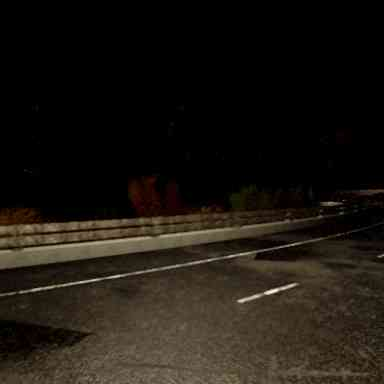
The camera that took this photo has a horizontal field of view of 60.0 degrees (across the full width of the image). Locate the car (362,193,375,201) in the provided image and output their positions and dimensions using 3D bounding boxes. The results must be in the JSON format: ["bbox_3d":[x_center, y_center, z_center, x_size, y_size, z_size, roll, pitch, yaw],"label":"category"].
[{"bbox_3d":[43.544,1.560,84.304,1.837,1.490,4.892,0,0,1],"label":"car"}]

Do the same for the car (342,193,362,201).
[{"bbox_3d":[40.052,1.298,84.570,2.150,2.045,5.566,0,0,1],"label":"car"}]
